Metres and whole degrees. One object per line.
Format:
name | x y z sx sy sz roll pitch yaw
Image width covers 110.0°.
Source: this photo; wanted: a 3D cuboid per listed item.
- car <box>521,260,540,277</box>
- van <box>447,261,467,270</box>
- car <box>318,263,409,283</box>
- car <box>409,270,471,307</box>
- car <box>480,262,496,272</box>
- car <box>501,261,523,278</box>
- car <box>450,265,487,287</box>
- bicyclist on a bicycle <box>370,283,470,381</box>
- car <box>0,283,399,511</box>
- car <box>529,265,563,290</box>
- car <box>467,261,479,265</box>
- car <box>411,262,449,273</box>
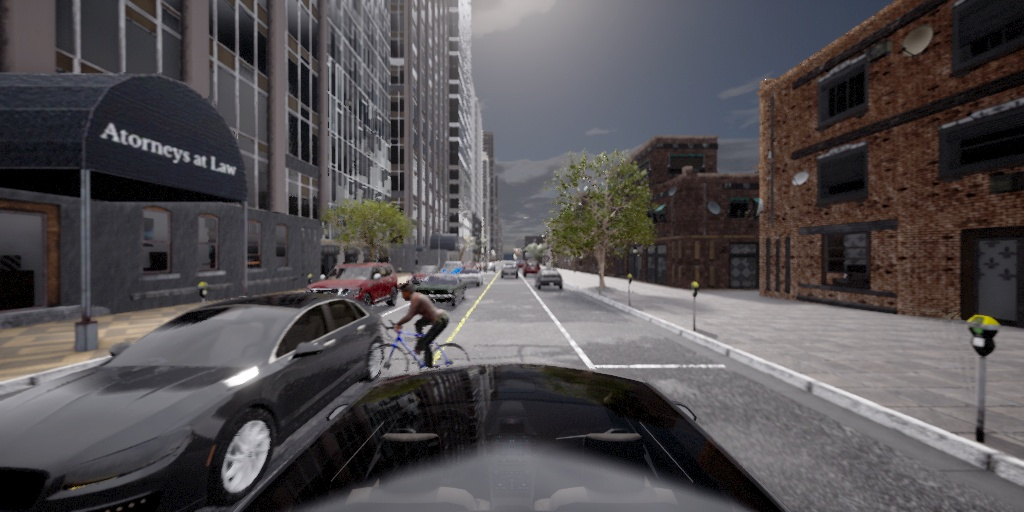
car | 2.333 1.492 42.284 2.192 1.841 5.009 0 0 -1
van | -5.997 1.461 36.683 1.690 1.789 3.998 0 0 -1
car | -5.892 1.194 13.818 2.192 1.841 5.009 0 0 -1
car | -3.217 1.508 16.475 1.895 1.301 4.718 0 -1 0
car | -3.581 1.832 57.693 2.128 1.511 4.902 0 -1 0
car | -0.242 1.640 39.660 2.128 1.511 4.902 0 -1 0
car | -3.288 1.627 27.802 1.895 1.301 4.718 0 -1 0
bicyclist on a bicycle | -1.472 1.244 5.626 1.656 1.620 0.582 -1 -1 0
car | -3.114 1.286 4.461 1.837 1.490 4.892 0 -1 0
car | 2.502 1.545 24.946 2.007 1.370 4.403 0 0 -1
car | -6.097 1.551 47.751 2.192 1.841 5.009 0 0 -1
car | -5.902 1.436 24.887 1.967 1.591 4.097 0 0 -1
